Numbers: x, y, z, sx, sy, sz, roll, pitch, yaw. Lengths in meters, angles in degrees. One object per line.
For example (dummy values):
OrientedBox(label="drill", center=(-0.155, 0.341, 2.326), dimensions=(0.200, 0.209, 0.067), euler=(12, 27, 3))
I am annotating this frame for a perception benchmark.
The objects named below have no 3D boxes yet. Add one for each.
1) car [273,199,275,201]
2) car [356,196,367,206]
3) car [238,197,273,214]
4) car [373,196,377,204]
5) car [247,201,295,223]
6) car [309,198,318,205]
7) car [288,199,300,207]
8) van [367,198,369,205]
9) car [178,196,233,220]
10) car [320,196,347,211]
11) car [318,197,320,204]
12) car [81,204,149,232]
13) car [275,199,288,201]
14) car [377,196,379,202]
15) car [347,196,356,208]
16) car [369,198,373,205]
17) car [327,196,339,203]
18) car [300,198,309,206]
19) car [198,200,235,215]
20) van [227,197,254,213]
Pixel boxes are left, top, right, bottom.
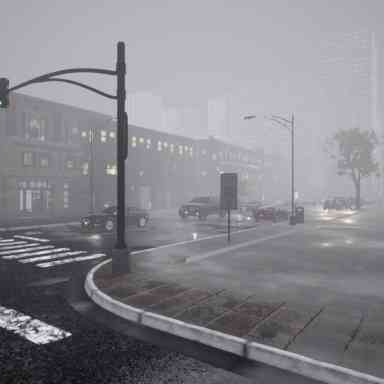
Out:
OrientedBox(label="car", center=(9.180, 1.756, 45.454), dimensions=(2.008, 1.369, 4.403), euler=(0, 0, 35))
OrientedBox(label="car", center=(28.759, 1.642, 58.704), dimensions=(2.192, 1.841, 5.009), euler=(0, -1, 35))
OrientedBox(label="car", center=(7.036, 1.660, 37.881), dimensions=(2.128, 1.511, 4.902), euler=(0, 0, 35))
OrientedBox(label="car", center=(38.402, 1.948, 72.396), dimensions=(1.752, 1.417, 4.829), euler=(0, -1, 35))
OrientedBox(label="car", center=(6.531, 1.670, 27.047), dimensions=(1.887, 1.381, 4.507), euler=(0, 0, 35))
OrientedBox(label="car", center=(21.907, 1.876, 63.527), dimensions=(2.008, 1.369, 4.403), euler=(0, -1, 35))
OrientedBox(label="car", center=(15.543, 1.816, 54.491), dimensions=(2.008, 1.369, 4.403), euler=(0, -1, 35))
OrientedBox(label="van", center=(31.940, 1.699, 63.222), dimensions=(1.690, 1.788, 3.998), euler=(0, -1, 35))
OrientedBox(label="car", center=(1.124, 1.341, 29.507), dimensions=(2.150, 2.045, 5.566), euler=(0, 0, 35))
OrientedBox(label="car", center=(19.214, 1.676, 45.149), dimensions=(1.967, 1.590, 4.097), euler=(0, -1, 35))
OrientedBox(label="car", center=(28.270, 1.828, 72.563), dimensions=(1.967, 1.590, 4.097), euler=(0, -1, 35))
OrientedBox(label="car", center=(-4.763, 1.578, 21.188), dimensions=(1.837, 1.490, 4.892), euler=(0, 0, 34))
OrientedBox(label="car", center=(12.264, 1.759, 49.833), dimensions=(1.752, 1.417, 4.829), euler=(0, -1, 35))
OrientedBox(label="car", center=(41.485, 2.037, 76.774), dimensions=(1.802, 1.307, 4.206), euler=(0, -1, 35))
OrientedBox(label="car", center=(22.395, 1.581, 49.668), dimensions=(2.192, 1.841, 5.009), euler=(0, -1, 35))
OrientedBox(label="car", center=(35.122, 1.972, 67.737), dimensions=(1.802, 1.307, 4.206), euler=(0, -1, 35))
OrientedBox(label="car", center=(34.633, 1.894, 81.599), dimensions=(1.967, 1.590, 4.097), euler=(0, -1, 35))
OrientedBox(label="car", center=(18.725, 1.846, 59.009), dimensions=(2.008, 1.369, 4.403), euler=(0, -1, 35))
OrientedBox(label="car", center=(2.719, 1.674, 36.279), dimensions=(1.752, 1.417, 4.829), euler=(0, 0, 35))
OrientedBox(label="van", center=(5.998, 1.518, 40.938), dimensions=(1.690, 1.788, 3.998), euler=(0, 0, 35))
